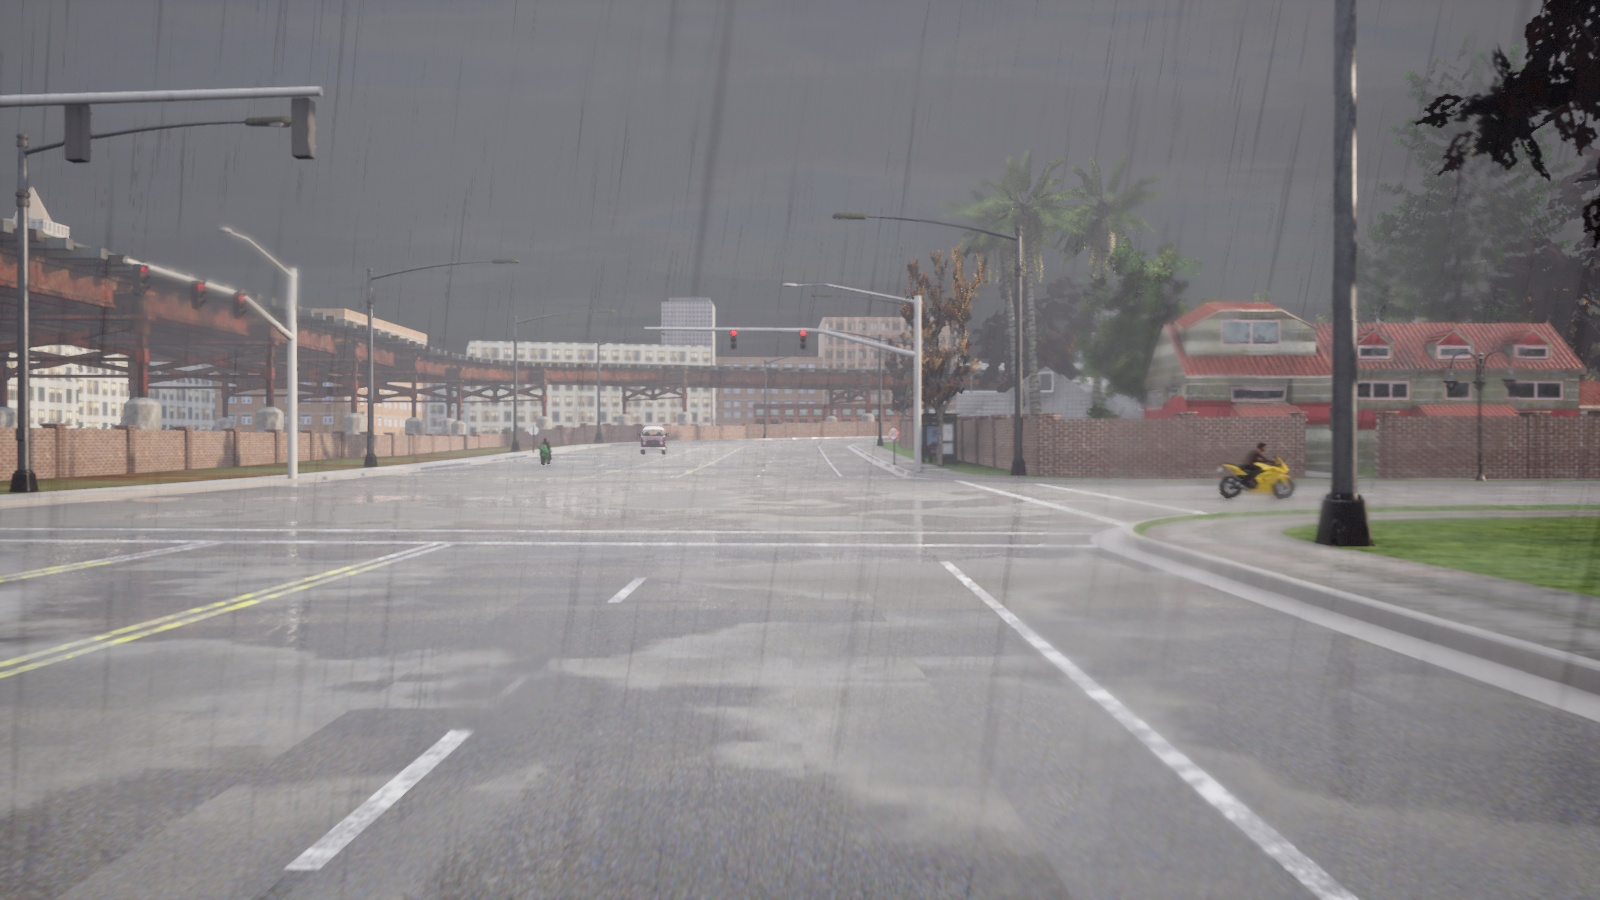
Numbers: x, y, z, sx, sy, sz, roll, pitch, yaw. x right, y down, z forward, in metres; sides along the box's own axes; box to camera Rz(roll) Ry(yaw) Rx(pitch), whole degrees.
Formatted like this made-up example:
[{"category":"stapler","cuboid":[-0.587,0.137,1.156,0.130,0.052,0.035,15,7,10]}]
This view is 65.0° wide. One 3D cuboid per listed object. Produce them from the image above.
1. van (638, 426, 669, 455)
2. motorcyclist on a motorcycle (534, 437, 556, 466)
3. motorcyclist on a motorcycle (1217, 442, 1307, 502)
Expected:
[{"category":"van","cuboid":[-10.592,-0.697,91.044,2.069,2.038,4.480,0,2,-5]},{"category":"motorcyclist on a motorcycle","cuboid":[-13.994,0.076,68.977,0.797,1.523,2.044,0,1,0]},{"category":"motorcyclist on a motorcycle","cuboid":[12.038,0.566,32.742,2.044,1.523,0.797,0,0,-2]}]
